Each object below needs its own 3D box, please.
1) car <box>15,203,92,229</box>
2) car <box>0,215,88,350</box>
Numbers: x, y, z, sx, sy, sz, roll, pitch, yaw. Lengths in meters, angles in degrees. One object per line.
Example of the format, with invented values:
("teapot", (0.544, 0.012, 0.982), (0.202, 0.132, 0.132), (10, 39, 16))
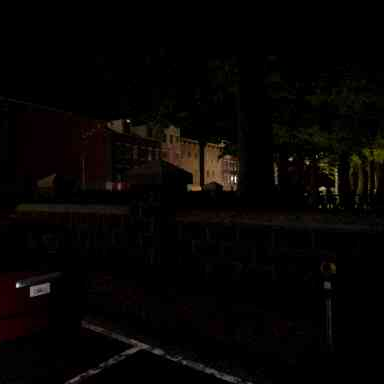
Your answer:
("car", (-9.395, 1.583, 22.935), (1.812, 1.442, 4.674), (-1, -1, 35))
("car", (-3.860, 1.318, 5.588), (5.009, 1.841, 2.192), (0, -1, 36))
